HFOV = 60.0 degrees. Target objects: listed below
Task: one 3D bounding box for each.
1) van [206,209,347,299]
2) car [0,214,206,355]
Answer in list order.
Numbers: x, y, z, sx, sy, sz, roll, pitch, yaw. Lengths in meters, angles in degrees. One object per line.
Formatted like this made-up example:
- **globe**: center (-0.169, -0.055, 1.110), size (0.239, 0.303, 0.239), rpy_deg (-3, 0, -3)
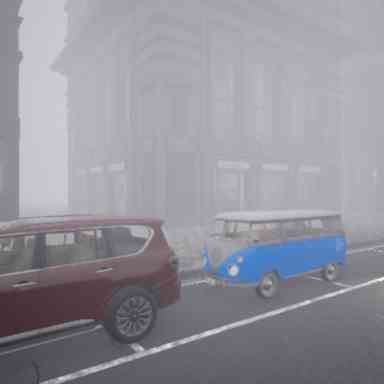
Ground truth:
- **van**: center (2.102, 1.341, 8.151), size (3.998, 1.788, 1.690), rpy_deg (0, 0, -36)
- **car**: center (-2.486, 1.315, 4.878), size (5.009, 1.841, 2.192), rpy_deg (0, 0, -36)
